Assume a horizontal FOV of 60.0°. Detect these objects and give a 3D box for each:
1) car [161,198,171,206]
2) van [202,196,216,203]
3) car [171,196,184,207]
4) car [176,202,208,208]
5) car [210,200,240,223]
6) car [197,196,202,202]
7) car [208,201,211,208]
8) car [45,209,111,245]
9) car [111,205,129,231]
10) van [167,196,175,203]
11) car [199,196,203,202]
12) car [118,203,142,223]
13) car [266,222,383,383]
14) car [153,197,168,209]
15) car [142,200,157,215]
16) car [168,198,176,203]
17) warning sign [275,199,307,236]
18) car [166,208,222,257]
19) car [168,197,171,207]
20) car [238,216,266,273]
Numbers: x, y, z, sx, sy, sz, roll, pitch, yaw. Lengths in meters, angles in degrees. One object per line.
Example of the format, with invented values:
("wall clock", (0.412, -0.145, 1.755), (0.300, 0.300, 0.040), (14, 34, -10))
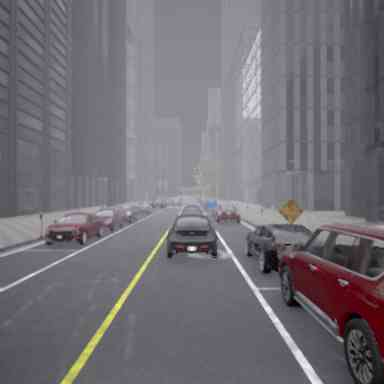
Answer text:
("car", (-5.671, 2.152, 72.654), (1.752, 1.417, 4.829), (0, 0, 1))
("van", (2.857, 1.801, 50.286), (1.690, 1.788, 3.998), (0, 0, 0))
("car", (-3.028, 2.093, 64.567), (1.812, 1.442, 4.674), (0, 0, 1))
("car", (0.007, 1.807, 27.517), (2.033, 1.411, 5.357), (0, -1, 0))
("car", (2.857, 1.702, 27.725), (1.967, 1.590, 4.097), (0, -1, 0))
("car", (2.854, 2.152, 84.125), (1.967, 1.590, 4.097), (0, 0, 0))
("car", (2.856, 1.896, 33.365), (1.802, 1.307, 4.206), (0, -1, 0))
("car", (-5.669, 1.701, 16.471), (1.887, 1.381, 4.507), (0, -1, 0))
("car", (-5.669, 1.791, 22.109), (1.802, 1.307, 4.206), (0, -1, 0))
("van", (-5.670, 2.100, 89.779), (1.690, 1.788, 3.998), (0, 0, 0))
("car", (2.863, 2.113, 67.409), (1.752, 1.417, 4.829), (0, 0, 1))
("car", (-5.669, 1.702, 27.750), (1.967, 1.590, 4.097), (0, -1, 0))
("car", (2.858, 1.366, 5.168), (2.192, 1.841, 5.009), (0, -1, 0))
("car", (-5.669, 1.819, 55.947), (2.192, 1.841, 5.009), (0, 0, 0))
("car", (-5.669, 1.915, 39.027), (2.008, 1.369, 4.403), (0, -1, 0))
("car", (-5.672, 2.373, 95.416), (1.947, 1.339, 4.313), (0, 0, 0))
("warning sign", (5.066, 1.278, 17.074), (1.300, 1.860, 1.060), (0, -1, 0))
("car", (0.019, 1.636, 13.499), (1.837, 1.490, 4.892), (0, 0, 0))
("car", (-5.669, 1.862, 61.587), (2.192, 1.841, 5.009), (0, 0, 0))
("car", (2.857, 1.670, 10.806), (1.947, 1.339, 4.313), (0, -1, 0))
